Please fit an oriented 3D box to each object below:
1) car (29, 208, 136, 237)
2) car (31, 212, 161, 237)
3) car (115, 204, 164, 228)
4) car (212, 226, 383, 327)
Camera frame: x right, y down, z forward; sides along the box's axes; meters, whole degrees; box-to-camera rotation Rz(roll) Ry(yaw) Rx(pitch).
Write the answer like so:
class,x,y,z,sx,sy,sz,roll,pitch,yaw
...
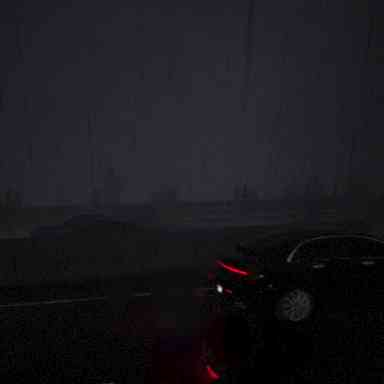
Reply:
class,x,y,z,sx,sy,sz,roll,pitch,yaw
car,-5.178,1.715,15.841,4.674,1.442,1.812,-1,0,-11
car,-3.477,1.700,12.629,4.181,1.385,1.994,-1,0,-11
car,-3.991,1.523,19.652,4.553,1.767,2.097,-1,0,-12
car,2.845,1.462,6.664,4.892,1.490,1.837,-1,0,-14
